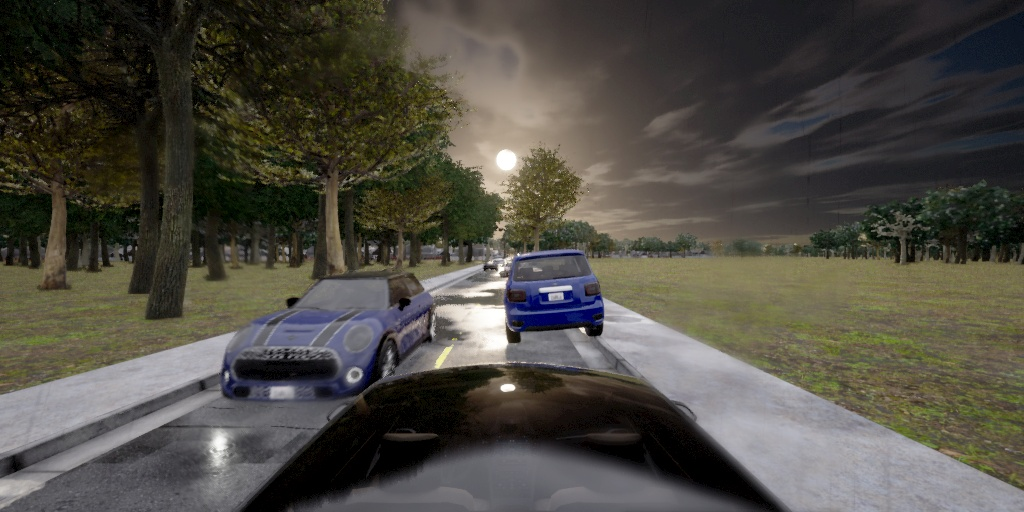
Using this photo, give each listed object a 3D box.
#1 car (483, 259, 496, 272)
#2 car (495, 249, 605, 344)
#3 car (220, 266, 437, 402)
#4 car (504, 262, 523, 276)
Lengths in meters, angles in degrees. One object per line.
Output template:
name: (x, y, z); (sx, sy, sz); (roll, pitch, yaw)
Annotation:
car: (-2.795, 1.352, 47.070); (1.895, 1.301, 4.718); (0, 0, 0)
car: (0.882, 0.897, 9.771); (2.150, 2.045, 5.566); (-5, 0, 0)
car: (-2.844, 1.102, 6.685); (2.097, 1.767, 4.553); (0, 0, 0)
car: (0.121, 1.352, 38.265); (1.895, 1.301, 4.718); (0, 0, 0)
